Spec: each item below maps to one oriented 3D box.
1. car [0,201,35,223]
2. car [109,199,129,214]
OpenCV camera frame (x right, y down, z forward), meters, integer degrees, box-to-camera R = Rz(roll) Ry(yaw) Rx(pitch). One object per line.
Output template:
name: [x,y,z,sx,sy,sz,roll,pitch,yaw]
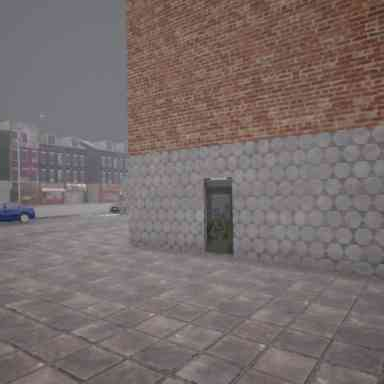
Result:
car: [-13.220,1.430,22.441,1.882,1.535,5.008,-2,0,35]
car: [-6.050,1.382,32.603,1.994,1.385,4.181,-2,0,35]
